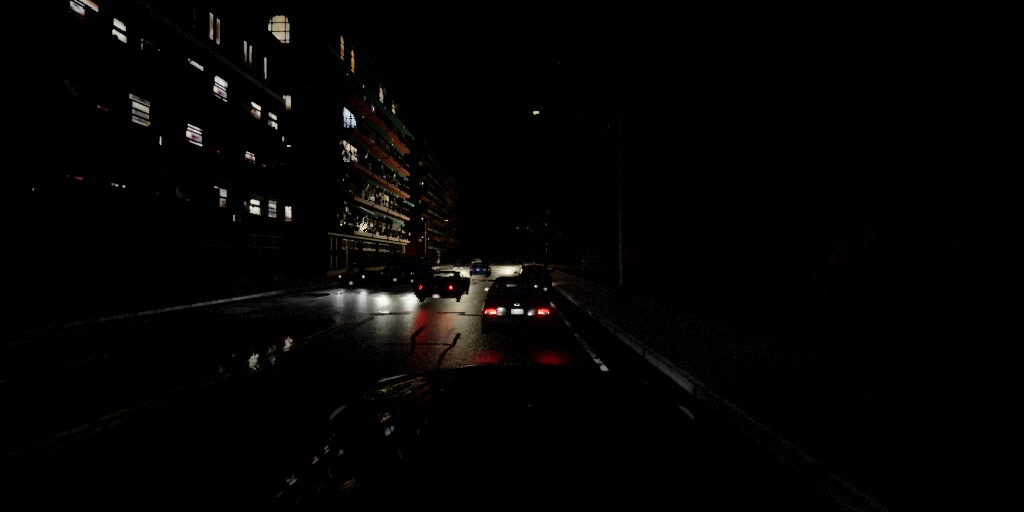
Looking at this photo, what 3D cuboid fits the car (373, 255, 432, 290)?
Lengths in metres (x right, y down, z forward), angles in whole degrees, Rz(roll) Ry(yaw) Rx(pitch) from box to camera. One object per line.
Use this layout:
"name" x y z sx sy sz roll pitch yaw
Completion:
"car" -6.554 0.974 22.872 2.150 2.045 5.566 0 0 0

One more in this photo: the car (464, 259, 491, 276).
"car" -3.070 1.299 34.982 2.033 1.411 5.357 0 0 0

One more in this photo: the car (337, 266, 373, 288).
"car" -9.802 1.353 24.063 1.895 1.301 4.718 0 0 0

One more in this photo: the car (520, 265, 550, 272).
"car" 1.177 1.257 20.272 1.837 1.490 4.892 0 0 0

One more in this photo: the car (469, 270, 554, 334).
"car" 0.120 1.299 10.584 2.033 1.411 5.357 0 0 0

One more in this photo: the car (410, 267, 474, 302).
"car" -3.117 1.352 16.996 1.895 1.301 4.718 0 0 0
